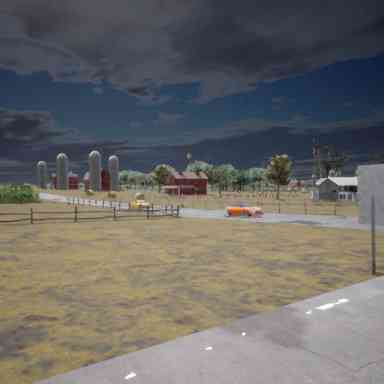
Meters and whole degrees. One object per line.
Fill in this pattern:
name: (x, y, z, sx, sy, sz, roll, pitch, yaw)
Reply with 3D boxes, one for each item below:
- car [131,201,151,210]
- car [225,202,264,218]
car: (-8.694, 2.207, 56.821, 1.882, 1.535, 5.008, -1, 1, -35)
car: (5.719, 1.892, 36.565, 2.097, 1.767, 4.553, -1, 0, -36)
